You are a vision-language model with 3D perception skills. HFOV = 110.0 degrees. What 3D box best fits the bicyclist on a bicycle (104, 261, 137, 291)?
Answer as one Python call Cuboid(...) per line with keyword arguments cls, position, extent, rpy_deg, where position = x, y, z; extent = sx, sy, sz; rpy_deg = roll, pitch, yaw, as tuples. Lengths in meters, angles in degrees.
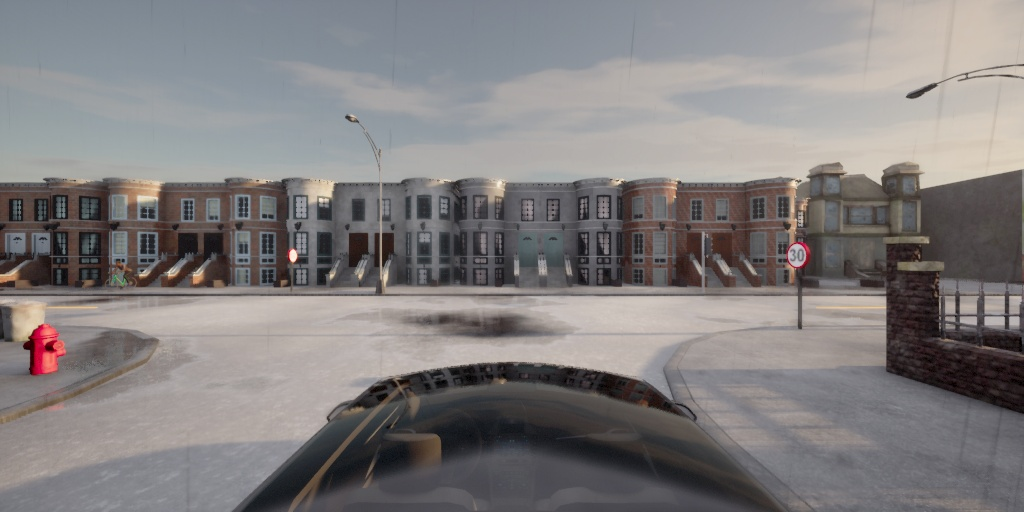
Cuboid(cls="bicyclist on a bicycle", position=(-21.801, 1.099, 20.000), extent=(0.582, 1.620, 1.656), rpy_deg=(0, 0, 0))
